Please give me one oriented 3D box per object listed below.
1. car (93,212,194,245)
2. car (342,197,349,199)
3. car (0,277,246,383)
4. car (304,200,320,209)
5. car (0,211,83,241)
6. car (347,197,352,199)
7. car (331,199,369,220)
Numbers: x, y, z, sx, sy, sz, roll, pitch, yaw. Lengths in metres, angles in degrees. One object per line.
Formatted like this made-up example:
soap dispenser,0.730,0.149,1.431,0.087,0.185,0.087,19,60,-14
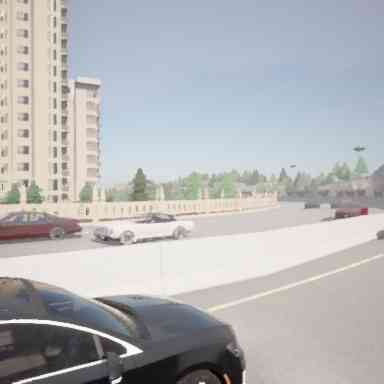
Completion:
car,-2.212,1.663,15.892,4.718,1.301,1.895,0,0,-41
car,21.784,1.839,49.494,1.994,1.385,4.181,0,-1,22
car,-1.699,1.518,2.707,4.892,1.490,1.837,0,0,-35
car,17.857,1.845,49.200,1.994,1.385,4.181,0,-1,24
car,-7.979,1.614,15.633,5.357,1.411,2.033,0,0,-38
car,29.987,1.761,64.006,2.097,1.767,4.553,0,-1,13
car,13.244,1.587,27.411,1.882,1.535,5.008,0,0,36
